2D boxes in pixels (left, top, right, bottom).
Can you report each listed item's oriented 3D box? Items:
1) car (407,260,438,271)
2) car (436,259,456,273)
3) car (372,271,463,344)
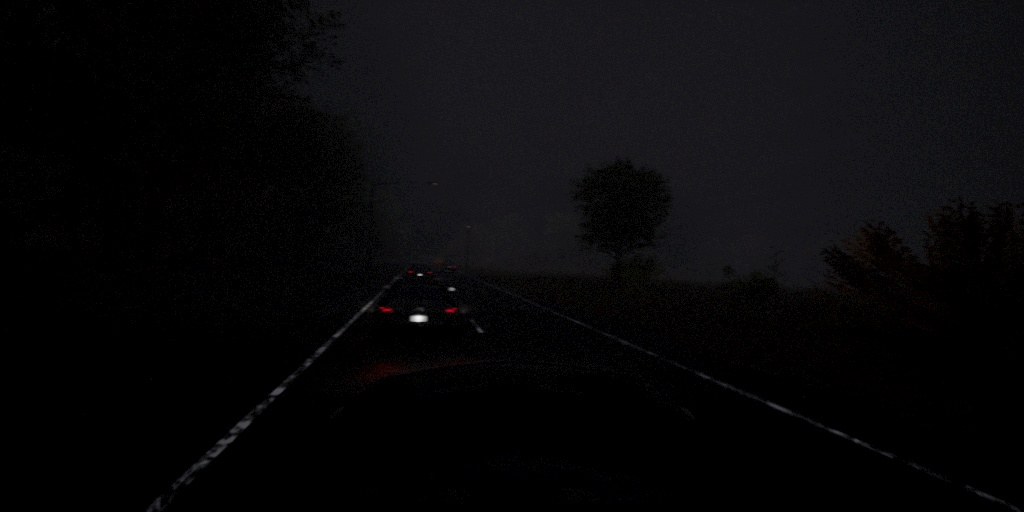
[{"bbox_3d":[-6.785,1.248,26.481,1.994,1.385,4.181,3,-1,-14],"label":"car"},{"bbox_3d":[-8.279,1.371,46.507,2.033,1.411,5.357,3,-1,-14],"label":"car"},{"bbox_3d":[-2.444,1.277,9.451,1.994,1.385,4.181,3,-1,-14],"label":"car"}]
